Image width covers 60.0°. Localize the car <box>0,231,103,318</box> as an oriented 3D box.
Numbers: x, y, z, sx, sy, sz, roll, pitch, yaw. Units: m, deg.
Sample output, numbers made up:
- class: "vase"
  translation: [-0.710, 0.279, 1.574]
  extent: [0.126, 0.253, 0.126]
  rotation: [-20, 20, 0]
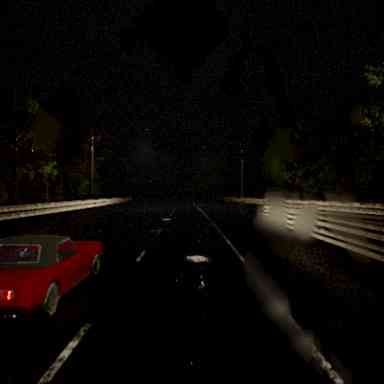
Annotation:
- class: "car"
  translation: [-3.431, 1.613, 7.354]
  extent: [1.895, 1.301, 4.718]
  rotation: [0, 0, 0]
